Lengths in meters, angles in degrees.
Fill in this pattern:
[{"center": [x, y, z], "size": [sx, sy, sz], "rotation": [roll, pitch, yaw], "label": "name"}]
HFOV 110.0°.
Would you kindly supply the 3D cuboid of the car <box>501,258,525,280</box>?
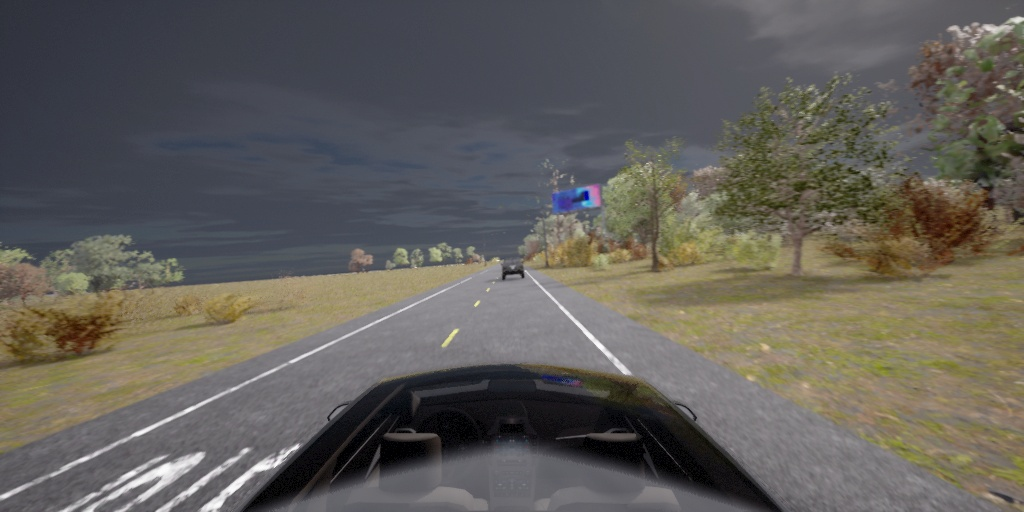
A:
[{"center": [0.096, 1.198, 35.782], "size": [2.150, 2.045, 5.566], "rotation": [-5, 0, 0], "label": "car"}]
